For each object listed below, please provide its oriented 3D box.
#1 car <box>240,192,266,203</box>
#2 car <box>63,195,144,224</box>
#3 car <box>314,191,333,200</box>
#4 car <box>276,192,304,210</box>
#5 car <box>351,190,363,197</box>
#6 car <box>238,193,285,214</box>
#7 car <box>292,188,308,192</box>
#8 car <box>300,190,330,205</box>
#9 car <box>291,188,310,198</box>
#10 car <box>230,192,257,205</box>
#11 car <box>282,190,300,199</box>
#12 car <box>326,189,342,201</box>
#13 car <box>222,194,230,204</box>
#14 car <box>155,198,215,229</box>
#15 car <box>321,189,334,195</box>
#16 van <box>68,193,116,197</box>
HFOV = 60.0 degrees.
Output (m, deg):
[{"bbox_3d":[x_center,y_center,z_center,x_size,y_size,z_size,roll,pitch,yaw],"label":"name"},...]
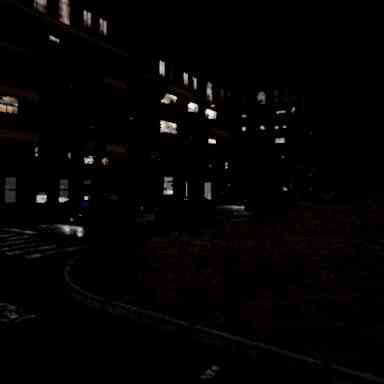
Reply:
[{"bbox_3d":[8.643,0.711,46.826,2.008,1.369,4.403,2,2,35],"label":"car"},{"bbox_3d":[-5.545,1.194,21.796,2.033,1.411,5.357,1,1,36],"label":"car"},{"bbox_3d":[22.359,0.590,56.482,1.895,1.301,4.718,1,1,35],"label":"car"},{"bbox_3d":[9.188,0.995,32.899,2.008,1.369,4.403,2,2,35],"label":"car"},{"bbox_3d":[35.240,0.197,71.096,1.882,1.535,5.008,1,1,35],"label":"car"},{"bbox_3d":[6.016,1.077,28.321,1.887,1.381,4.507,2,2,35],"label":"car"},{"bbox_3d":[16.566,0.625,48.124,1.882,1.535,5.008,1,1,35],"label":"car"},{"bbox_3d":[15.531,0.820,42.054,2.008,1.369,4.403,2,2,35],"label":"car"},{"bbox_3d":[21.334,0.128,65.130,2.192,1.841,5.009,2,2,35],"label":"car"},{"bbox_3d":[6.681,0.832,39.436,1.812,1.442,4.674,1,1,35],"label":"car"},{"bbox_3d":[18.062,0.427,60.418,1.752,1.417,4.829,2,2,35],"label":"car"},{"bbox_3d":[21.972,0.618,51.349,1.752,1.417,4.829,2,2,35],"label":"car"},{"bbox_3d":[5.472,0.813,42.249,1.947,1.339,4.313,2,2,35],"label":"car"},{"bbox_3d":[-0.326,1.275,19.168,1.947,1.339,4.313,2,2,35],"label":"car"},{"bbox_3d":[34.016,0.014,83.446,1.887,1.381,4.507,2,2,35],"label":"car"},{"bbox_3d":[-7.211,0.941,23.932,1.690,1.788,3.998,2,2,35],"label":"van"}]
